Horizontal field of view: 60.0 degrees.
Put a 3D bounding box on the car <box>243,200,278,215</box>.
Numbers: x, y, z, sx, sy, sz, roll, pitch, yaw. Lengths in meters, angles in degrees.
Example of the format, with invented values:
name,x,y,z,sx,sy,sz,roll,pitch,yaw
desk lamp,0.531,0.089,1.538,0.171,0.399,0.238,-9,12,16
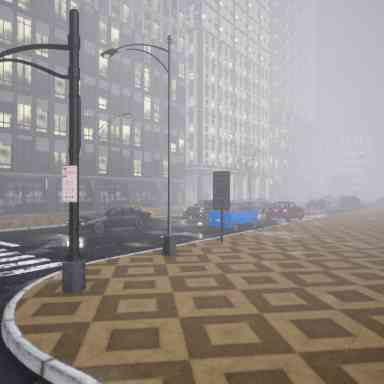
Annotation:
name,x,y,z,sx,sy,sz,roll,pitch,yaw
car,7.307,1.594,35.406,1.994,1.385,4.181,0,0,38

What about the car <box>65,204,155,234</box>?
name,x,y,z,sx,sy,sz,roll,pitch,yaw
car,-4.711,1.564,19.788,2.033,1.411,5.357,0,0,38

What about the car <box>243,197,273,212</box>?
name,x,y,z,sx,sy,sz,roll,pitch,yaw
car,8.103,1.471,40.508,1.967,1.590,4.097,0,0,38

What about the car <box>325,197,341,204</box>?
name,x,y,z,sx,sy,sz,roll,pitch,yaw
car,28.445,1.625,66.977,2.008,1.369,4.403,0,0,38

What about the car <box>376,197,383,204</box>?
name,x,y,z,sx,sy,sz,roll,pitch,yaw
car,38.082,1.659,66.585,1.947,1.339,4.313,0,0,38

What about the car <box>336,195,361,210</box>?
name,x,y,z,sx,sy,sz,roll,pitch,yaw
car,21.131,1.369,44.529,2.192,1.841,5.009,0,0,38

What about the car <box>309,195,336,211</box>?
name,x,y,z,sx,sy,sz,roll,pitch,yaw
car,16.050,1.534,41.962,2.128,1.511,4.902,0,0,38

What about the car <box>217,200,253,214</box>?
name,x,y,z,sx,sy,sz,roll,pitch,yaw
car,4.713,1.571,36.097,1.887,1.381,4.507,0,0,38

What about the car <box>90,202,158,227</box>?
name,x,y,z,sx,sy,sz,roll,pitch,yaw
car,-4.780,1.540,23.958,1.752,1.417,4.829,0,0,38

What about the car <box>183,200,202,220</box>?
name,x,y,z,sx,sy,sz,roll,pitch,yaw
car,1.262,1.375,27.552,2.097,1.767,4.553,0,0,38

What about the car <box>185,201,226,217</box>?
name,x,y,z,sx,sy,sz,roll,pitch,yaw
car,1.322,1.604,31.685,1.802,1.307,4.206,0,0,38

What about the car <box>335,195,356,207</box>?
name,x,y,z,sx,sy,sz,roll,pitch,yaw
car,24.364,1.414,52.782,2.097,1.767,4.553,0,0,37

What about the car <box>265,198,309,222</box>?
name,x,y,z,sx,sy,sz,roll,pitch,yaw
car,7.570,1.473,26.882,1.967,1.590,4.097,0,0,38

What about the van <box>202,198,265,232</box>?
name,x,y,z,sx,sy,sz,roll,pitch,yaw
van,2.613,1.368,20.250,1.690,1.788,3.998,0,0,38
